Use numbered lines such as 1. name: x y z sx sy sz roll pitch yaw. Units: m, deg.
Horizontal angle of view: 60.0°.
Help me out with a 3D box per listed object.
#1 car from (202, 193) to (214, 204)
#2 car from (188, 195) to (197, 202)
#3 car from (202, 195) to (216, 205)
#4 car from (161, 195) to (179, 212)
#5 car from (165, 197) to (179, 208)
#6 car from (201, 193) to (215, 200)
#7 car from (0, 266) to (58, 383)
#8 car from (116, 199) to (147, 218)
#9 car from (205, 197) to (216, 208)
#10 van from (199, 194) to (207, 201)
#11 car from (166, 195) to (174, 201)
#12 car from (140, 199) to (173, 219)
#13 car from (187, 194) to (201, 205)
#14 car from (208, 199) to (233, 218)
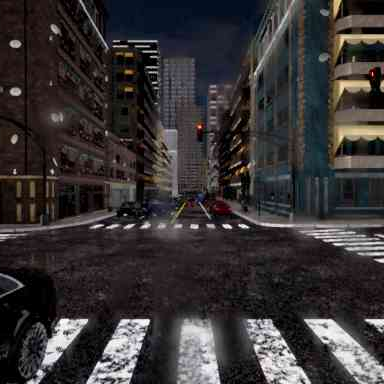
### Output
1. car: 3.212 1.243 67.976 2.150 2.045 5.566 0 0 0
2. car: 0.108 1.381 69.844 1.812 1.442 4.674 0 0 0
3. car: 2.756 1.555 46.949 1.887 1.381 4.507 0 0 0
4. car: -3.035 1.358 39.537 2.097 1.767 4.553 0 0 0
5. car: -3.010 1.538 50.047 1.812 1.442 4.674 0 0 0
6. car: 3.201 1.246 60.976 2.150 2.045 5.566 0 0 0
7. car: -2.939 1.491 2.690 2.128 1.511 4.902 0 0 5
8. car: -5.651 1.568 30.404 1.947 1.339 4.313 0 0 0
9. car: 2.739 1.570 35.902 1.947 1.339 4.313 0 0 0
10. van: 2.813 1.379 85.614 1.690 1.788 3.998 -1 0 0
11. car: -5.566 1.563 85.469 1.752 1.417 4.829 0 0 0
12. car: -3.054 1.603 29.541 1.895 1.301 4.718 0 0 0
13. car: 0.093 1.509 60.671 2.128 1.511 4.902 0 0 0
14. car: 2.731 1.584 30.379 1.802 1.307 4.206 0 0 0
